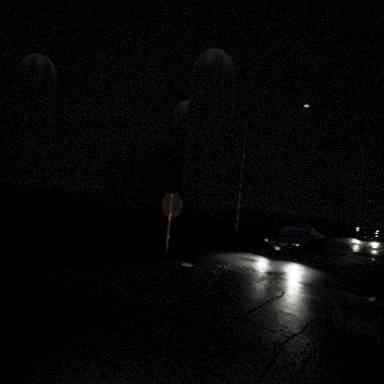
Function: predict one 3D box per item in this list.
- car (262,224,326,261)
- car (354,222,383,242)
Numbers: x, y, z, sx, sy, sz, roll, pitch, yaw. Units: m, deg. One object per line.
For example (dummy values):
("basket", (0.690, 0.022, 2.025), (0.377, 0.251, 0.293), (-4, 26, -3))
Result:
("car", (5.108, 2.322, 16.156), (1.812, 1.442, 4.674), (5, -1, 38))
("car", (16.957, 3.634, 31.628), (2.097, 1.767, 4.553), (5, -1, 37))
